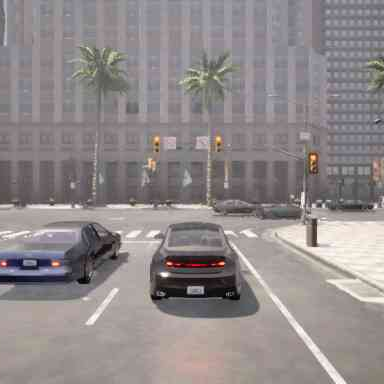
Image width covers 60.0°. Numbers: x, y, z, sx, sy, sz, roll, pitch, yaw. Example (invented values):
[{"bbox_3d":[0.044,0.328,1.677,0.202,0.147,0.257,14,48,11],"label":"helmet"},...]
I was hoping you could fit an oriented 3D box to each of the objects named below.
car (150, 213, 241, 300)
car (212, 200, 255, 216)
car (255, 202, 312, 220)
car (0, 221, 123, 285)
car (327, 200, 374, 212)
[{"bbox_3d":[0.075,1.505,8.359,1.837,1.490,4.892,0,0,0],"label":"car"},{"bbox_3d":[4.345,1.491,31.275,4.902,1.511,2.128,0,0,0],"label":"car"},{"bbox_3d":[7.794,1.563,27.767,4.181,1.385,1.994,0,0,0],"label":"car"},{"bbox_3d":[-3.422,1.547,9.553,2.033,1.411,5.357,0,0,0],"label":"car"},{"bbox_3d":[18.217,1.600,38.437,4.718,1.301,1.895,0,0,0],"label":"car"}]
